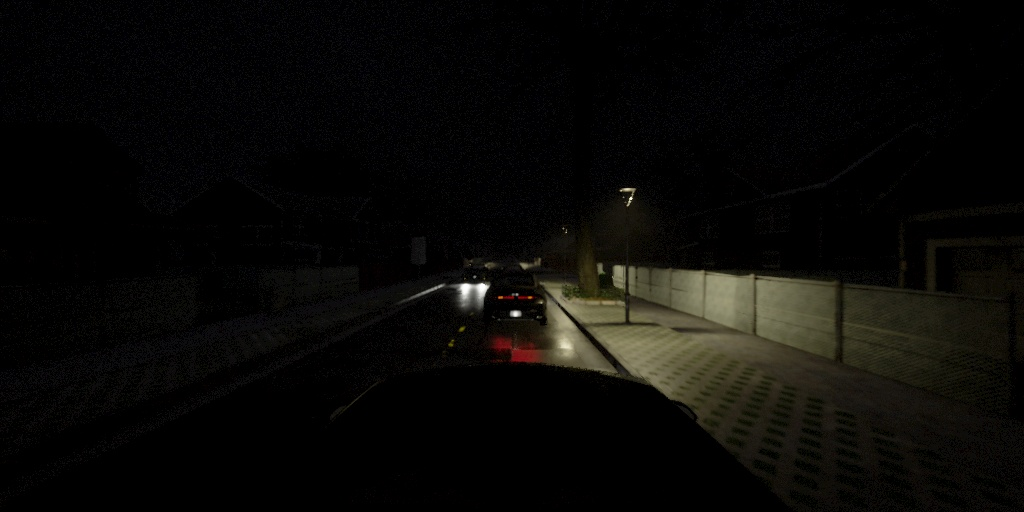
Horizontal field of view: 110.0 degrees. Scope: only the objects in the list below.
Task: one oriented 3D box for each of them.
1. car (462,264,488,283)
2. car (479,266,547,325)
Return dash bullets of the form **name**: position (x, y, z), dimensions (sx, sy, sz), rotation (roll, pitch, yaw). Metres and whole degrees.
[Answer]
- **car**: position (-2.744, 1.361, 28.394), dimensions (1.994, 1.385, 4.181), rotation (0, 0, 0)
- **car**: position (0.100, 1.269, 11.928), dimensions (1.837, 1.490, 4.892), rotation (0, 0, 0)
